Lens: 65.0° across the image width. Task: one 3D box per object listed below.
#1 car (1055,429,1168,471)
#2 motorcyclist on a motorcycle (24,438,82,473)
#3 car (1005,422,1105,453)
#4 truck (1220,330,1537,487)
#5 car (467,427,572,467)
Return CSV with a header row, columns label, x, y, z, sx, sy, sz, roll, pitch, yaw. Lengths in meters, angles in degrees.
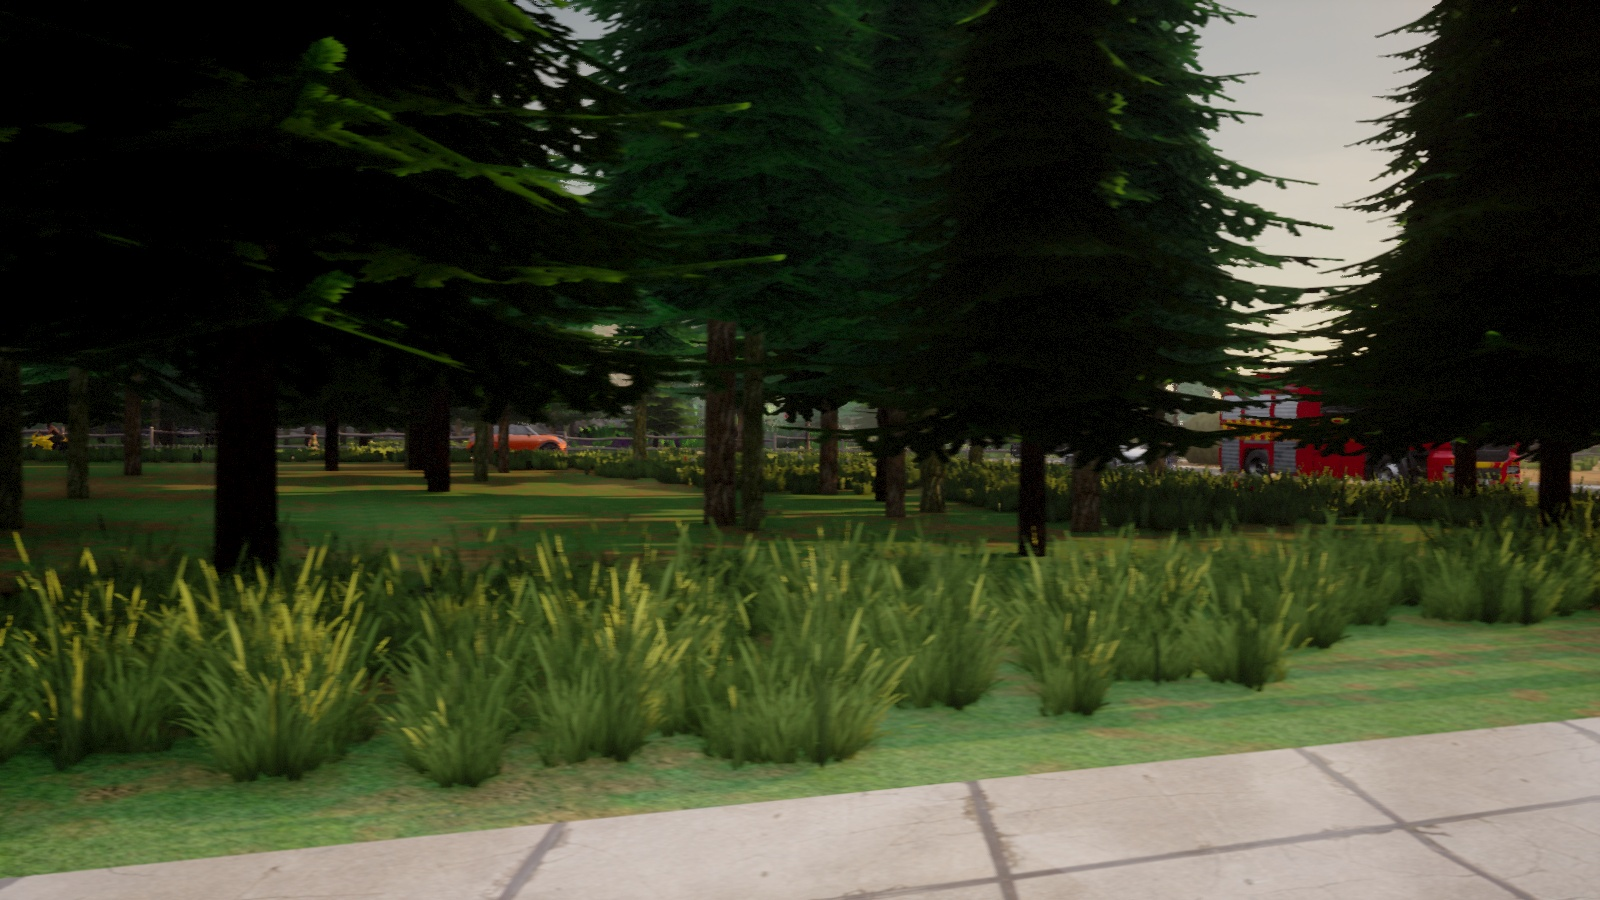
label,x,y,z,sx,sy,sz,roll,pitch,yaw
car,11.512,-0.031,46.736,1.812,1.442,4.674,-1,1,-20
motorcyclist on a motorcycle,-32.935,0.240,55.363,2.044,1.523,0.797,-1,1,-19
car,14.297,-0.727,70.439,5.027,1.651,2.152,-1,1,-17
truck,15.710,-1.078,35.041,2.891,3.827,8.468,-1,1,-20
car,-13.034,-0.156,58.368,4.553,1.767,2.097,-1,1,-18
